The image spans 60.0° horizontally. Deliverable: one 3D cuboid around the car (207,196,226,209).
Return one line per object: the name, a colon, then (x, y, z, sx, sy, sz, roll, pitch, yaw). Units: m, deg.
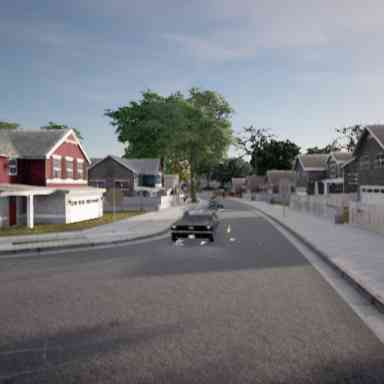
car: (2.997, 1.303, 41.016, 1.837, 1.490, 4.892, 0, 1, 4)

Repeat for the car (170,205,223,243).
car: (0.264, 1.497, 15.667, 1.895, 1.301, 4.718, 0, 0, 8)
